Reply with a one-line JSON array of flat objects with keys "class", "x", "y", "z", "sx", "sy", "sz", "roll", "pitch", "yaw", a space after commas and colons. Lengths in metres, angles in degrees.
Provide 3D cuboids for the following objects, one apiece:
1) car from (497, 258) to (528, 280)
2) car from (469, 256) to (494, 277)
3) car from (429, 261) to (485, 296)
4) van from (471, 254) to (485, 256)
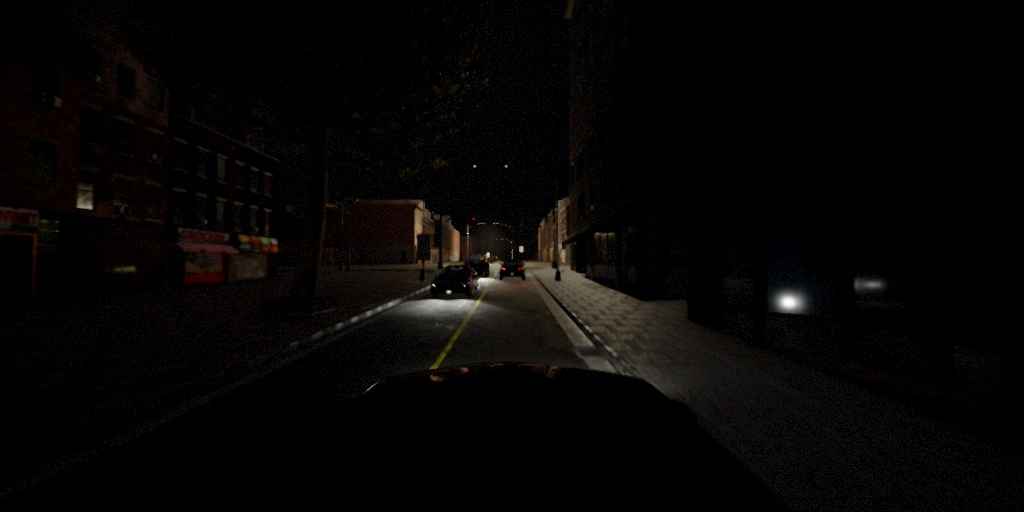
[{"class": "car", "x": 0.040, "y": 0.969, "z": 26.673, "sx": 1.812, "sy": 1.442, "sz": 4.674, "roll": 0, "pitch": 1, "yaw": 1}, {"class": "car", "x": -2.794, "y": 0.948, "z": 29.083, "sx": 1.994, "sy": 1.385, "sz": 4.181, "roll": 0, "pitch": 1, "yaw": 0}, {"class": "car", "x": -2.773, "y": 1.158, "z": 18.405, "sx": 2.033, "sy": 1.411, "sz": 5.357, "roll": 0, "pitch": 1, "yaw": 0}, {"class": "van", "x": -5.485, "y": 0.620, "z": 53.664, "sx": 1.690, "sy": 1.789, "sz": 3.998, "roll": 0, "pitch": 0, "yaw": 0}]
